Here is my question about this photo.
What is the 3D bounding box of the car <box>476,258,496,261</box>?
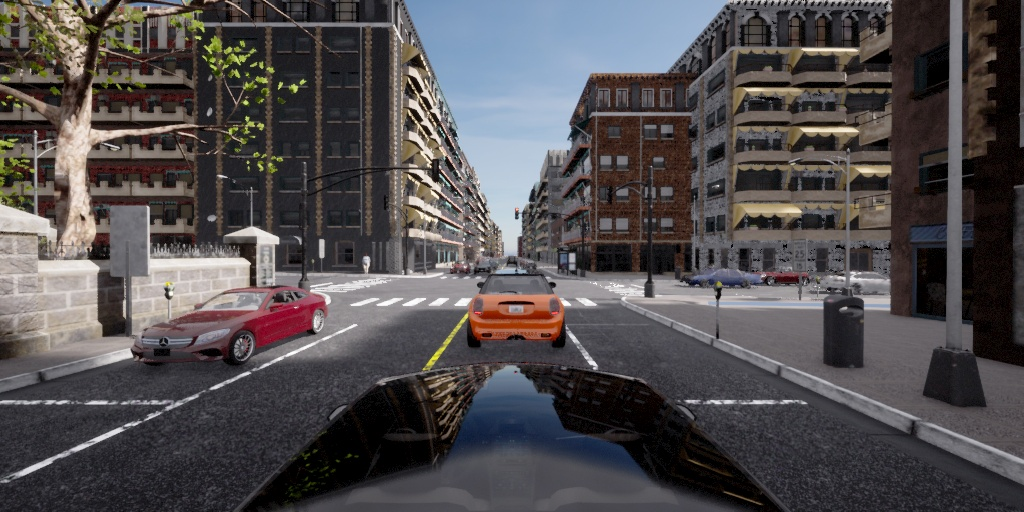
[{"bbox_3d":[-3.150,1.252,39.747,1.837,1.490,4.892,0,0,0],"label":"car"}]

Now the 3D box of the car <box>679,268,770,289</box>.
[{"bbox_3d":[15.217,1.584,26.167,5.357,1.411,2.033,1,0,-1],"label":"car"}]

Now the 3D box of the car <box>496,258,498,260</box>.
[{"bbox_3d":[-3.160,1.312,50.098,1.994,1.385,4.181,0,0,0],"label":"car"}]

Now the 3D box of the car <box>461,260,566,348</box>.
[{"bbox_3d":[0.118,1.101,9.438,2.097,1.767,4.553,0,0,1],"label":"car"}]

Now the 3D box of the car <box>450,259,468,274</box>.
[{"bbox_3d":[-5.740,1.187,40.339,1.967,1.591,4.097,0,0,0],"label":"car"}]

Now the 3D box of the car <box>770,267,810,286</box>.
[{"bbox_3d":[21.345,1.571,28.812,4.097,1.591,1.967,0,0,-1],"label":"car"}]

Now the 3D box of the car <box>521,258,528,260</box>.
[{"bbox_3d":[2.625,1.298,51.622,2.007,1.370,4.403,0,0,0],"label":"car"}]

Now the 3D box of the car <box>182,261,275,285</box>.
[{"bbox_3d":[-17.675,1.034,22.524,4.181,1.385,1.994,1,0,-1],"label":"car"}]

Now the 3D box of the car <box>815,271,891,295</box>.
[{"bbox_3d":[22.577,1.710,23.076,4.674,1.442,1.812,1,0,-1],"label":"car"}]

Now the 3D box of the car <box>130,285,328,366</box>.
[{"bbox_3d":[-5.696,1.331,7.928,1.802,1.307,4.207,0,0,0],"label":"car"}]

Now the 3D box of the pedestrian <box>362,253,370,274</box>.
[{"bbox_3d":[-12.751,0.651,31.322,0.375,1.860,0.375,0,-1,-1],"label":"pedestrian"}]
